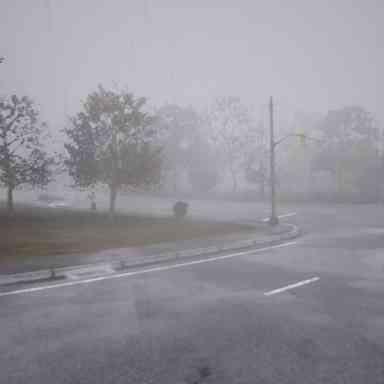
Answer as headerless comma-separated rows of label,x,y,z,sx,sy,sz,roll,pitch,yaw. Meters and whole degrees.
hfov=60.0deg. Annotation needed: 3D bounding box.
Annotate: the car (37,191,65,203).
car,-18.440,0.567,43.398,4.674,1.442,1.812,3,4,39
